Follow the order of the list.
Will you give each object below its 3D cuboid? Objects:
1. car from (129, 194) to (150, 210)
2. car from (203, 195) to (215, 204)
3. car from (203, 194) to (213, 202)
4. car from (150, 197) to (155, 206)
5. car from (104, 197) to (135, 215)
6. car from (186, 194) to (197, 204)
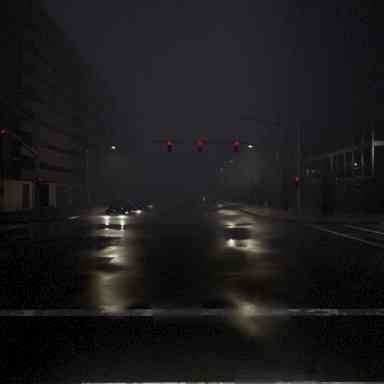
[{"bbox_3d":[-7.454,1.222,44.431,2.150,2.045,5.566,0,0,1],"label":"car"},{"bbox_3d":[3.453,1.491,64.709,2.128,1.511,4.902,0,0,1],"label":"car"},{"bbox_3d":[3.456,1.355,74.574,2.097,1.767,4.553,0,0,1],"label":"car"},{"bbox_3d":[-7.327,1.547,56.143,2.033,1.411,5.357,0,0,1],"label":"car"},{"bbox_3d":[-7.471,1.526,34.219,1.812,1.442,4.674,0,0,0],"label":"car"},{"bbox_3d":[-0.046,1.564,64.617,1.994,1.385,4.181,0,0,1],"label":"car"}]
